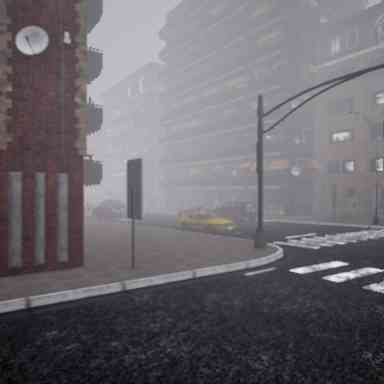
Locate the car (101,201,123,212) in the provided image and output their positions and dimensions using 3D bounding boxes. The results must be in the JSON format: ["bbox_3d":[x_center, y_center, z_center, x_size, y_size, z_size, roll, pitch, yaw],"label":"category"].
[{"bbox_3d":[-13.767,2.374,56.940,2.097,1.767,4.553,0,-1,-36],"label":"car"}]

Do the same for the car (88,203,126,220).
[{"bbox_3d":[-9.235,2.203,35.756,1.887,1.381,4.507,-1,0,-36],"label":"car"}]

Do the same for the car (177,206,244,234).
[{"bbox_3d":[0.873,1.873,21.888,1.752,1.417,4.829,-1,0,-36],"label":"car"}]

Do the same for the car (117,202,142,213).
[{"bbox_3d":[-9.742,2.357,51.481,1.801,1.575,5.366,0,-1,-36],"label":"car"}]

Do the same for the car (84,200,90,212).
[{"bbox_3d":[-17.337,2.152,51.461,2.128,1.511,4.902,0,-1,-36],"label":"car"}]

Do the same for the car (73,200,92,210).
[{"bbox_3d":[-22.546,2.588,68.182,2.192,1.841,5.009,-1,0,-36],"label":"car"}]

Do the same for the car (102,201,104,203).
[{"bbox_3d":[-12.244,2.120,49.656,2.150,2.045,5.566,0,-1,-36],"label":"car"}]

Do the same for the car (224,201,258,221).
[{"bbox_3d":[4.141,1.779,31.569,2.192,1.841,5.009,-1,0,-36],"label":"car"}]

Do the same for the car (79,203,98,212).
[{"bbox_3d":[-17.857,2.629,57.267,1.994,1.385,4.181,0,-1,-36],"label":"car"}]

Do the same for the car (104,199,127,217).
[{"bbox_3d":[-8.101,2.043,38.634,2.097,1.767,4.553,0,-1,-36],"label":"car"}]
